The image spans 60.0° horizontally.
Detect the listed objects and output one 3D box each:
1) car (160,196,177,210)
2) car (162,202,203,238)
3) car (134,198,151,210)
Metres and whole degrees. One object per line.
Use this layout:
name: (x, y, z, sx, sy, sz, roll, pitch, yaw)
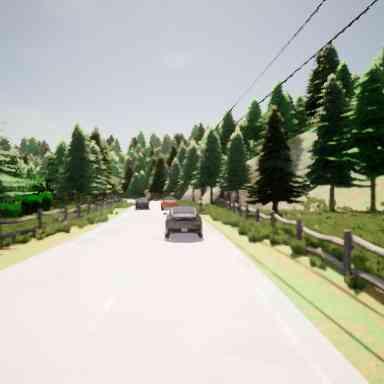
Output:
car: (-3.014, 1.366, 43.329, 2.097, 1.767, 4.553, 0, 0, -8)
car: (-0.490, 1.509, 17.868, 1.837, 1.490, 4.892, 0, 0, -3)
car: (-6.321, 1.499, 42.687, 1.882, 1.535, 5.008, 0, 0, -7)
